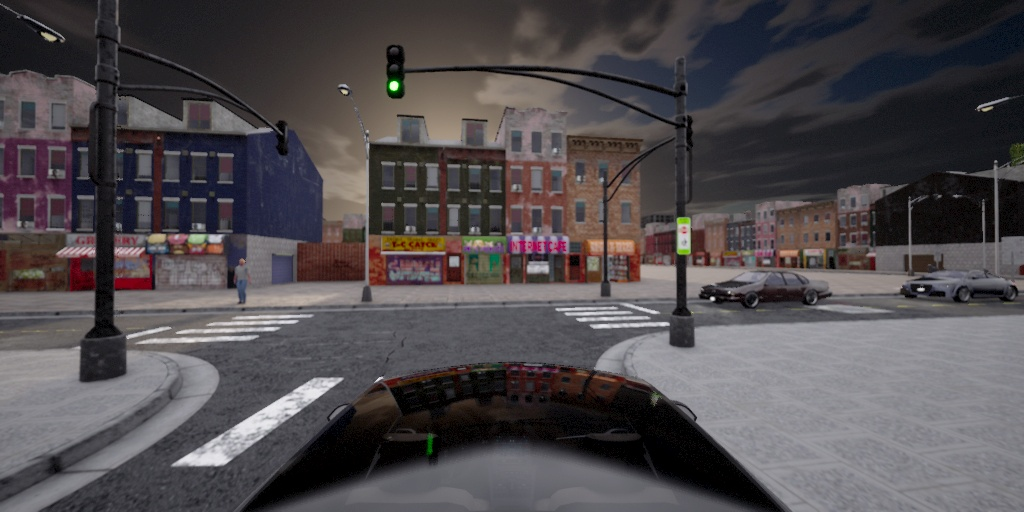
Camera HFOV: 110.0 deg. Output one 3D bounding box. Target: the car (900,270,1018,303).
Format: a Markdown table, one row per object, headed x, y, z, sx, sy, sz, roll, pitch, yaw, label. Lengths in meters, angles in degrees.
| x | y | z | sx | sy | sz | roll | pitch | yaw | label |
| --- | --- | --- | --- | --- | --- | --- | --- | --- | --- |
| 20.548 | 1.338 | 16.581 | 4.181 | 1.385 | 1.994 | 0 | -1 | -8 | car |

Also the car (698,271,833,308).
| x | y | z | sx | sy | sz | roll | pitch | yaw | label |
| --- | --- | --- | --- | --- | --- | --- | --- | --- | --- |
| 10.698 | 1.344 | 15.138 | 5.357 | 1.411 | 2.033 | 0 | -1 | -13 | car |

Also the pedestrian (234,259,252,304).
| x | y | z | sx | sy | sz | roll | pitch | yaw | label |
| --- | --- | --- | --- | --- | --- | --- | --- | --- | --- |
| -11.052 | 1.022 | 14.709 | 0.375 | 1.860 | 0.375 | 0 | 0 | -9 | pedestrian |
